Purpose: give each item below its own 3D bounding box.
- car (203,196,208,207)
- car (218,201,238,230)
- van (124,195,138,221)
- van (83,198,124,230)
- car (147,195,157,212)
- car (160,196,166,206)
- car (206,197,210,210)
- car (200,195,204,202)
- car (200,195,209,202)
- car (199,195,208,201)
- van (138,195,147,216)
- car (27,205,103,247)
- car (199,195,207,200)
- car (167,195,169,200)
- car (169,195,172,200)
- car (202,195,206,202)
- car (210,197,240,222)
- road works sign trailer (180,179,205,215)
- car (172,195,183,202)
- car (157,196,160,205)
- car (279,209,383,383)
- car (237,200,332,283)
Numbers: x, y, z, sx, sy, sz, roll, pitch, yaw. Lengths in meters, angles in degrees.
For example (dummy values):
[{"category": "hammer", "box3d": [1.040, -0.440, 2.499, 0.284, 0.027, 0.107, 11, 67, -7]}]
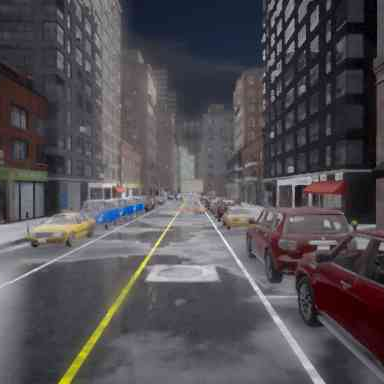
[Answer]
[{"category": "car", "box3d": [2.859, 1.538, 43.098, 1.947, 1.339, 4.313, -1, 0, 0]}, {"category": "car", "box3d": [2.853, 1.516, 20.924, 1.752, 1.417, 4.829, -1, 0, 0]}, {"category": "van", "box3d": [-5.679, 1.328, 26.341, 1.690, 1.788, 3.998, -1, 0, 0]}, {"category": "van", "box3d": [-5.679, 1.332, 20.754, 1.690, 1.788, 3.998, -1, 0, 0]}, {"category": "car", "box3d": [-5.679, 1.293, 37.512, 2.192, 1.841, 5.009, -1, 0, 0]}, {"category": "car", "box3d": [-5.677, 1.402, 54.269, 1.967, 1.590, 4.097, -1, 0, 0]}, {"category": "car", "box3d": [2.857, 1.503, 37.682, 1.752, 1.417, 4.829, -1, 0, 0]}, {"category": "car", "box3d": [2.862, 1.512, 54.269, 2.008, 1.369, 4.403, -1, 0, 0]}, {"category": "car", "box3d": [2.867, 1.457, 76.783, 1.752, 1.417, 4.829, -1, 0, 0]}, {"category": "car", "box3d": [2.869, 1.489, 82.199, 1.947, 1.339, 4.313, -1, 0, 0]}, {"category": "van", "box3d": [-5.679, 1.324, 31.926, 1.690, 1.788, 3.998, -1, 0, 0]}, {"category": "car", "box3d": [-5.677, 1.519, 14.999, 1.752, 1.417, 4.829, -1, 0, 0]}, {"category": "car", "box3d": [2.870, 1.496, 87.785, 1.802, 1.307, 4.206, -1, 0, 0]}, {"category": "car", "box3d": [-5.675, 1.537, 59.855, 1.802, 1.307, 4.206, -1, 0, 0]}, {"category": "car", "box3d": [-5.675, 1.459, 87.784, 1.887, 1.381, 4.507, -1, 0, 0]}, {"category": "car", "box3d": [2.860, 1.533, 48.684, 1.947, 1.339, 4.313, -1, 0, 0]}, {"category": "car", "box3d": [2.852, 1.302, 26.340, 2.192, 1.841, 5.009, -1, 0, 0]}, {"category": "road works sign trailer", "box3d": [0.006, 0.444, 33.753, 2.380, 3.560, 2.880, 0, 0, 0]}, {"category": "car", "box3d": [-3.000, 1.445, 76.745, 1.812, 1.442, 4.674, 0, 0, 0]}, {"category": "car", "box3d": [-5.677, 1.413, 43.098, 1.967, 1.590, 4.097, -1, 0, 0]}, {"category": "car", "box3d": [2.846, 1.313, 3.996, 2.192, 1.841, 5.009, -1, 0, 0]}, {"category": "car", "box3d": [2.848, 1.311, 9.583, 2.192, 1.841, 5.009, -1, 0, 0]}]
